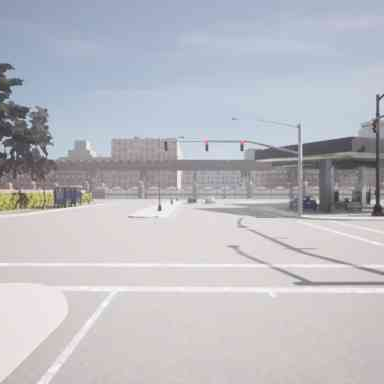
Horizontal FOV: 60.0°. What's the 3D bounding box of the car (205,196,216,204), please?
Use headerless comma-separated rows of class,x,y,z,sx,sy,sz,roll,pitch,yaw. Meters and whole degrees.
car,3.561,1.521,64.451,1.812,1.442,4.674,0,0,0

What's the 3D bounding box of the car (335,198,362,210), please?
car,18.994,1.453,40.524,1.970,1.475,3.806,0,0,0

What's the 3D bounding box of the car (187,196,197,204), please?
car,0.061,1.543,64.454,2.033,1.411,5.357,0,0,0

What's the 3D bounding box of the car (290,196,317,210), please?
car,13.248,1.292,39.767,2.242,1.667,4.611,0,0,0
